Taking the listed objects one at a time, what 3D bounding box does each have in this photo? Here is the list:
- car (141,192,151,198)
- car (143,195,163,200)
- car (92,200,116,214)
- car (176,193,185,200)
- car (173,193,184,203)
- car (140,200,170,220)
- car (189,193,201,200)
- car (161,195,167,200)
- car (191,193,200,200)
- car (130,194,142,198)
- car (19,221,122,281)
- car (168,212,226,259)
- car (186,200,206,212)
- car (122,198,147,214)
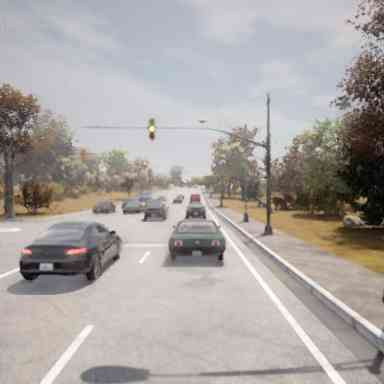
[{"bbox_3d":[-9.811,1.040,70.000,2.150,2.045,5.566,0,3,1],"label":"car"},{"bbox_3d":[-6.531,1.813,55.210,1.882,1.535,5.008,0,0,1],"label":"car"},{"bbox_3d":[-10.237,1.767,39.106,1.837,1.490,4.892,0,0,1],"label":"car"},{"bbox_3d":[-2.732,0.934,77.239,1.895,1.301,4.718,0,3,1],"label":"car"},{"bbox_3d":[-2.841,1.557,67.234,1.895,1.301,4.718,0,3,1],"label":"car"},{"bbox_3d":[-3.145,1.709,29.991,1.837,1.490,4.892,0,0,1],"label":"car"},{"bbox_3d":[0.655,1.197,66.763,2.150,2.045,5.566,0,3,1],"label":"car"},{"bbox_3d":[-6.306,1.389,70.395,1.895,1.301,4.718,0,3,1],"label":"car"},{"bbox_3d":[0.768,0.935,77.201,1.895,1.301,4.718,0,3,1],"label":"car"},{"bbox_3d":[-10.038,1.692,54.737,2.097,1.767,4.553,0,0,1],"label":"car"},{"bbox_3d":[-3.382,1.594,9.985,1.812,1.442,4.674,0,-1,0],"label":"car"},{"bbox_3d":[0.184,1.689,12.886,1.895,1.301,4.718,0,0,0],"label":"car"},{"bbox_3d":[0.372,1.740,31.526,1.812,1.442,4.674,0,0,1],"label":"car"},{"bbox_3d":[-6.743,1.788,38.607,1.812,1.442,4.674,0,0,1],"label":"car"}]
